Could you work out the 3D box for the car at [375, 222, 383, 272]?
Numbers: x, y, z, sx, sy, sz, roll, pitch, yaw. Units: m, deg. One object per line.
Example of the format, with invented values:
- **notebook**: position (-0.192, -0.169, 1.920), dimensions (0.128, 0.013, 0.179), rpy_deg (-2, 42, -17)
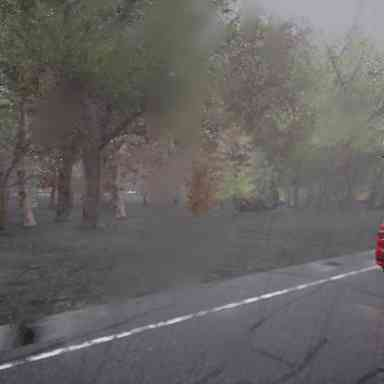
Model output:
- **car**: position (7.049, 1.214, 8.779), dimensions (5.566, 2.045, 2.150), rpy_deg (0, 0, -36)
